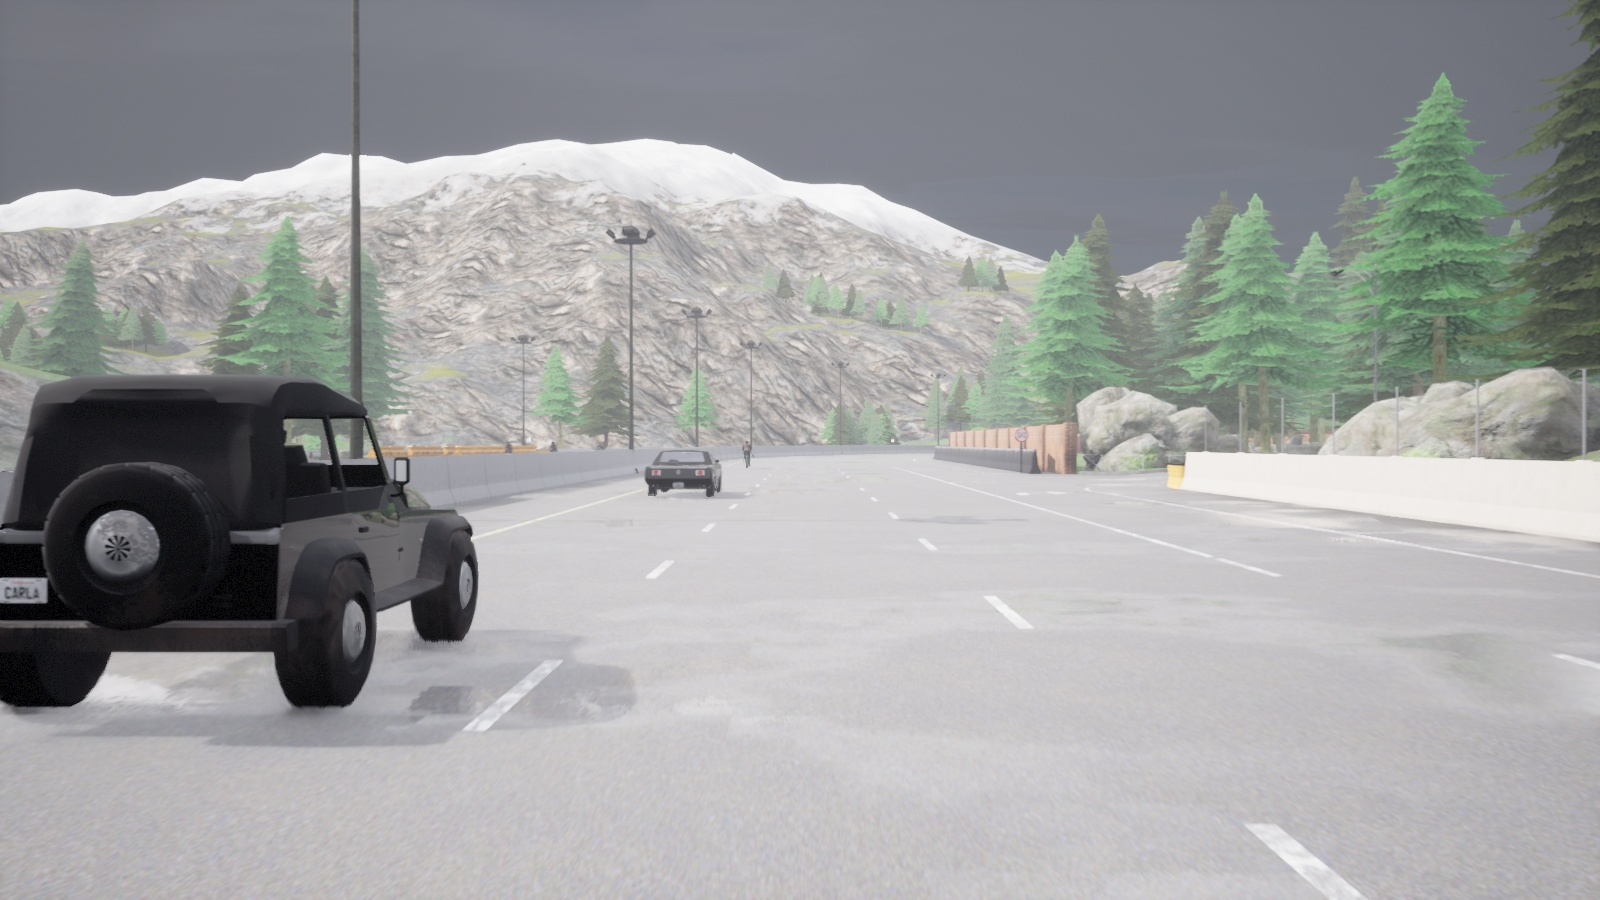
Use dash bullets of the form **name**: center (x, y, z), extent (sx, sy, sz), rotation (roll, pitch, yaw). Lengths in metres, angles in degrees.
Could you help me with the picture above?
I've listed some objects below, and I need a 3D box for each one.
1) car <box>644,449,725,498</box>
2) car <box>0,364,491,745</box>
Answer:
- **car**: center (-3.278, 0.639, 36.416), extent (1.895, 1.301, 4.718), rotation (0, 0, 0)
- **car**: center (-3.438, 0.495, 8.124), extent (1.905, 1.878, 3.866), rotation (0, 1, 0)
